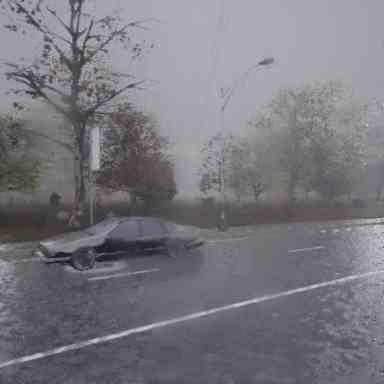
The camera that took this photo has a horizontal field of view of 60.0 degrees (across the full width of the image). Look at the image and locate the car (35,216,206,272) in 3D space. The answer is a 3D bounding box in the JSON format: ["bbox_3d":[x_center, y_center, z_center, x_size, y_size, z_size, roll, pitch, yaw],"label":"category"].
[{"bbox_3d":[-2.110,1.516,10.894,5.357,1.411,2.033,0,0,-34],"label":"car"}]
